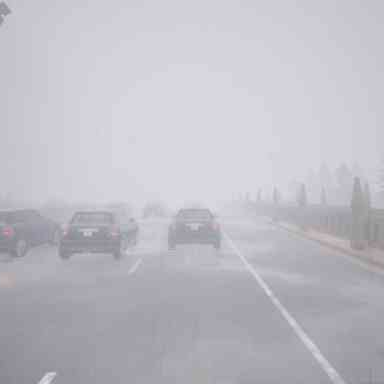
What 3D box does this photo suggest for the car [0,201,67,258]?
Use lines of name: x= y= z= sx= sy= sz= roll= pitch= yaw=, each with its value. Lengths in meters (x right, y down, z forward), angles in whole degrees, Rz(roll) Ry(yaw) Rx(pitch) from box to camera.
car: x=-6.899 y=1.407 z=13.077 sx=2.097 sy=1.767 sz=4.553 roll=0 pitch=0 yaw=0

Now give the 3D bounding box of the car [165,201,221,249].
car: x=0.102 y=1.414 z=14.930 sx=2.097 sy=1.767 sz=4.553 roll=0 pitch=0 yaw=0

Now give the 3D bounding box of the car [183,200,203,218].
car: x=0.103 y=1.614 z=32.820 sx=1.882 sy=1.535 sz=5.008 roll=0 pitch=0 yaw=0

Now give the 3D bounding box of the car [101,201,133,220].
car: x=-6.897 y=1.635 z=31.049 sx=1.837 sy=1.490 sz=4.892 roll=0 pitch=0 yaw=0

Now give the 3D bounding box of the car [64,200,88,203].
car: x=-14.081 y=1.783 z=42.197 sx=1.812 sy=1.442 sz=4.674 roll=0 pitch=-2 yaw=0

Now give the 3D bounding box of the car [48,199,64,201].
car: x=-17.578 y=1.617 z=42.482 sx=2.097 sy=1.767 sz=4.553 roll=0 pitch=-2 yaw=0

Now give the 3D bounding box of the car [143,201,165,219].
car: x=-3.397 y=1.635 z=31.055 sx=1.837 sy=1.490 sz=4.892 roll=0 pitch=0 yaw=0

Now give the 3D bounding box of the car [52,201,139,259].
car: x=-3.399 y=1.406 z=13.008 sx=2.097 sy=1.767 sz=4.553 roll=0 pitch=0 yaw=0
